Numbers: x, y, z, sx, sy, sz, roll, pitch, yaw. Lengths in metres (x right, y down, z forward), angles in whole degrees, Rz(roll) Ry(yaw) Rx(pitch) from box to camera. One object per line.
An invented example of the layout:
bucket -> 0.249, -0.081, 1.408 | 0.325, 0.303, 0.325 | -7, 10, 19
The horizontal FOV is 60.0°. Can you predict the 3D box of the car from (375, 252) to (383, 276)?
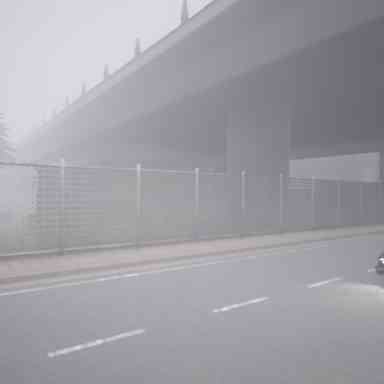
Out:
car -> 7.294, 1.675, 9.380 | 5.357, 1.411, 2.033 | 1, -1, -36
